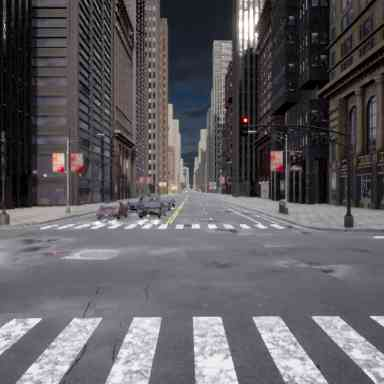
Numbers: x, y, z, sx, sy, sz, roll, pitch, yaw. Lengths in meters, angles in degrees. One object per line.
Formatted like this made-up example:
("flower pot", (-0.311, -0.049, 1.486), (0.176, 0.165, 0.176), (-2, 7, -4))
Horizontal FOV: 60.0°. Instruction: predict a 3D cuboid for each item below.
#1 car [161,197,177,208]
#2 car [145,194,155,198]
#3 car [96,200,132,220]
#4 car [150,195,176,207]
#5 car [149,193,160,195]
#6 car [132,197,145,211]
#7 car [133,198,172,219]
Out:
("car", (-3.420, 1.514, 49.802), (2.033, 1.411, 5.357), (0, 0, 0))
("car", (-6.662, 1.475, 47.425), (1.837, 1.490, 4.892), (0, 0, 0))
("car", (-6.635, 1.513, 28.077), (1.812, 1.442, 4.674), (0, 0, 0))
("car", (-3.398, 1.469, 39.250), (2.128, 1.511, 4.902), (0, 0, 0))
("car", (-6.639, 1.176, 57.874), (2.150, 2.045, 5.566), (0, 0, 1))
("car", (-6.649, 1.580, 37.185), (1.895, 1.301, 4.718), (0, 0, 0))
("car", (-3.362, 1.533, 29.511), (2.033, 1.411, 5.357), (0, 0, 4))
